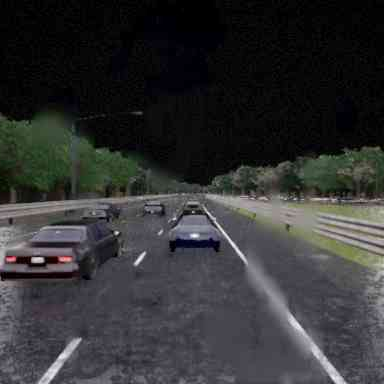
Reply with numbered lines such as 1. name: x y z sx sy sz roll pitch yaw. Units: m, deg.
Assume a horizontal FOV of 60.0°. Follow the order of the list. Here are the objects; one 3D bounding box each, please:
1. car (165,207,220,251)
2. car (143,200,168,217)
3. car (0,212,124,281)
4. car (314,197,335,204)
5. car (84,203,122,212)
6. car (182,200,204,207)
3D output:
1. car: 0.102 1.567 14.178 1.994 1.385 4.181 0 0 0
2. car: -3.382 1.497 30.951 2.128 1.511 4.902 1 0 0
3. car: -3.399 1.549 9.831 2.033 1.411 5.357 0 0 0
4. car: 28.607 1.780 72.069 1.882 1.535 5.008 0 0 -26
5. car: -6.882 1.553 25.950 2.033 1.411 5.357 1 0 0
6. car: 0.105 1.523 31.084 1.837 1.490 4.892 0 0 0
